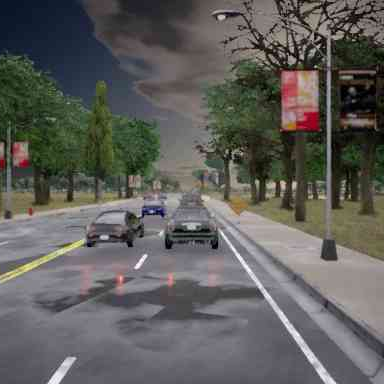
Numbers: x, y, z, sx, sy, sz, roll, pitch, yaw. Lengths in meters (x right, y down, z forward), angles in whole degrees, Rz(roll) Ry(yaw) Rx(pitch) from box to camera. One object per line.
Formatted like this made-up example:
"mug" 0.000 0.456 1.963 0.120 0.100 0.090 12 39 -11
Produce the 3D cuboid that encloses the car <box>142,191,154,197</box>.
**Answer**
"car" -10.047 0.875 76.713 2.150 2.045 5.566 0 0 0

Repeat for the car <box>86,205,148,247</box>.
"car" -3.260 1.513 14.657 1.812 1.442 4.674 0 0 0

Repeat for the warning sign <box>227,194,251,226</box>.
"warning sign" 2.825 1.083 20.278 1.300 1.860 1.060 0 0 0

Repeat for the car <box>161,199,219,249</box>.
"car" -0.011 1.346 14.632 2.097 1.767 4.553 0 0 0

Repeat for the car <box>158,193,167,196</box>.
"car" -6.797 1.004 76.799 2.097 1.767 4.553 0 0 0

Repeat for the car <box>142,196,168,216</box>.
"car" -3.295 1.427 29.659 1.882 1.535 5.008 0 0 0

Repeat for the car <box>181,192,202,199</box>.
"car" -0.045 1.200 29.698 2.150 2.045 5.566 0 0 0
